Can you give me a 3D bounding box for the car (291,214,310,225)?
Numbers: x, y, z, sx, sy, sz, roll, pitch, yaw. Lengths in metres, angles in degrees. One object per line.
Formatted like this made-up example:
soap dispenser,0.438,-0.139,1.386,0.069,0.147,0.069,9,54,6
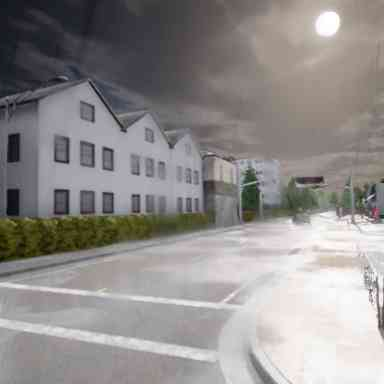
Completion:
car,15.150,3.770,46.412,2.128,1.511,4.902,-1,-4,7
